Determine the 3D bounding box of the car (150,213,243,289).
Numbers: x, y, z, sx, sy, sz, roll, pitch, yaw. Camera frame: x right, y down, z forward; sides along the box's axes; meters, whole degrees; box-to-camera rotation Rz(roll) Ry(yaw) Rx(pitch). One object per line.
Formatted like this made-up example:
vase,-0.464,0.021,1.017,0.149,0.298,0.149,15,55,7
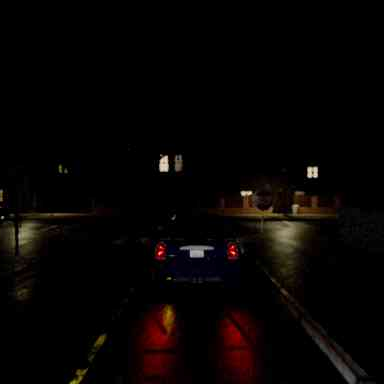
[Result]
car,0.079,1.343,9.279,2.097,1.767,4.553,0,0,-1

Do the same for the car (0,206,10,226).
car,-14.412,1.236,20.661,5.566,2.045,2.150,0,1,2
